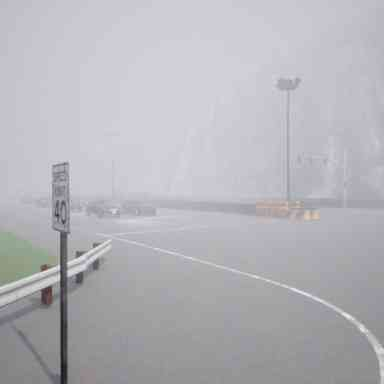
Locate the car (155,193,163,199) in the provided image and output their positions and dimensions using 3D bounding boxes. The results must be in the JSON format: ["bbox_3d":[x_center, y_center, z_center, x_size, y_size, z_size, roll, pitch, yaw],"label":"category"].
[{"bbox_3d":[-7.899,0.951,69.532,2.097,1.767,4.553,0,1,-38],"label":"car"}]

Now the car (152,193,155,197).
[{"bbox_3d":[-10.358,0.831,67.159,2.150,2.045,5.566,0,1,-38],"label":"car"}]

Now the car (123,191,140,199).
[{"bbox_3d":[-14.060,0.740,77.414,2.097,1.767,4.553,0,1,-38],"label":"car"}]

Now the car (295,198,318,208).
[{"bbox_3d":[14.909,1.486,46.242,1.895,1.301,4.718,0,0,-38],"label":"car"}]

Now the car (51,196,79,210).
[{"bbox_3d":[-13.764,1.491,37.091,1.895,1.301,4.718,0,0,-38],"label":"car"}]

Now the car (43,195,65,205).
[{"bbox_3d":[-22.482,1.237,53.985,2.033,1.411,5.357,0,1,-38],"label":"car"}]

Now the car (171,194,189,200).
[{"bbox_3d":[-2.387,1.178,68.325,1.812,1.442,4.674,0,1,-38],"label":"car"}]

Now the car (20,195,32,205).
[{"bbox_3d":[-25.701,1.212,52.427,1.812,1.442,4.674,0,1,-37],"label":"car"}]

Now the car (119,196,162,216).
[{"bbox_3d":[-5.225,1.430,31.892,1.837,1.490,4.892,0,0,-38],"label":"car"}]

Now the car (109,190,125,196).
[{"bbox_3d":[-16.846,0.661,75.295,2.150,2.045,5.566,0,1,-38],"label":"car"}]

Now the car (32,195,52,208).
[{"bbox_3d":[-19.475,1.318,44.407,1.837,1.490,4.892,0,1,-38],"label":"car"}]

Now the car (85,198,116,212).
[{"bbox_3d":[-10.701,1.448,38.854,1.994,1.385,4.181,0,0,-38],"label":"car"}]

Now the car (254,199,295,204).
[{"bbox_3d":[8.626,1.517,37.261,1.895,1.301,4.718,0,0,-38],"label":"car"}]

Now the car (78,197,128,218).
[{"bbox_3d":[-8.041,1.423,29.811,2.128,1.511,4.902,0,0,-38],"label":"car"}]

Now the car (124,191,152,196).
[{"bbox_3d":[-9.900,1.044,60.889,2.097,1.767,4.553,0,1,-39],"label":"car"}]
